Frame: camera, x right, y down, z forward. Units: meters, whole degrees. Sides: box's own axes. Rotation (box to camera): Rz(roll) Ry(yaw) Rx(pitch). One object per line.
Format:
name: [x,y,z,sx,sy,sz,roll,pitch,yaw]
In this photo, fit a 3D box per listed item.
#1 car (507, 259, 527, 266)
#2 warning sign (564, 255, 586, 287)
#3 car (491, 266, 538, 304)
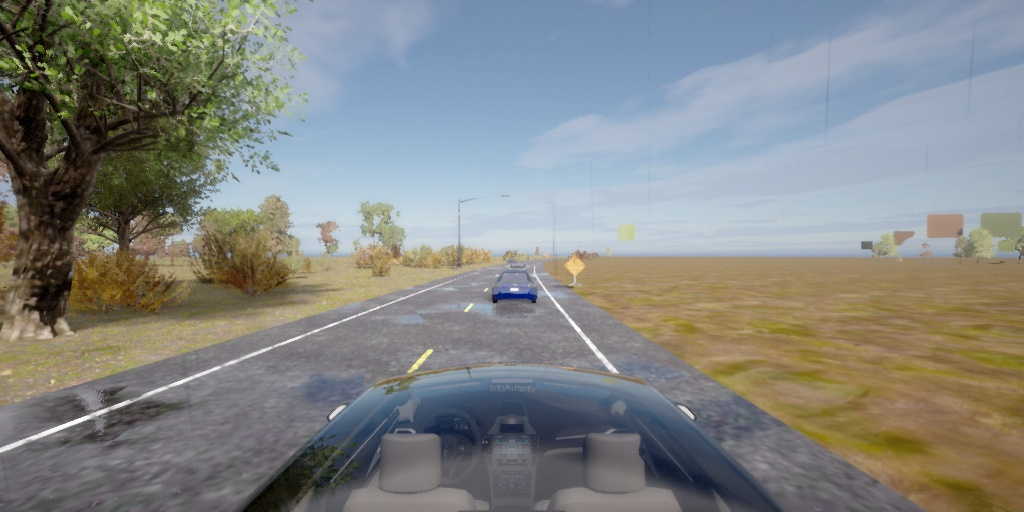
car: [0.524,1.241,31.414,2.128,1.511,4.902,0,0,2]
warning sign: [3.787,0.863,21.589,1.300,1.860,1.060,0,0,1]
car: [0.131,1.322,16.450,1.994,1.385,4.181,0,0,1]
